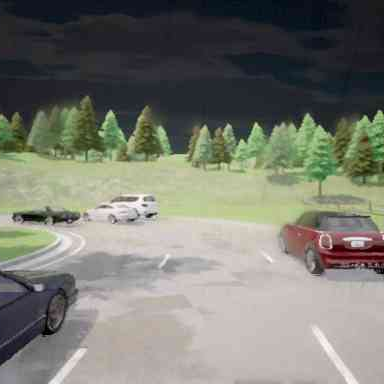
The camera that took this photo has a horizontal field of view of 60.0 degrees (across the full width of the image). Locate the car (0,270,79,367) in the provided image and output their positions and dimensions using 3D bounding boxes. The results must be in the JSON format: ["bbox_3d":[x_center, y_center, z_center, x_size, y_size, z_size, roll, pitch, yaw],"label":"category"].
[{"bbox_3d":[-3.130,1.546,3.688,2.033,1.411,5.357,0,0,3],"label":"car"}]

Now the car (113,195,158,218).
[{"bbox_3d":[-5.521,1.234,28.438,5.566,2.045,2.150,0,-1,30],"label":"car"}]

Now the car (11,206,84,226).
[{"bbox_3d":[-10.182,1.605,23.051,4.718,1.301,1.895,0,0,24],"label":"car"}]

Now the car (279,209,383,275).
[{"bbox_3d":[4.290,1.363,10.669,2.097,1.767,4.553,0,0,1],"label":"car"}]

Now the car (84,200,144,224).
[{"bbox_3d":[-6.110,1.535,24.646,4.674,1.442,1.812,0,0,36],"label":"car"}]
